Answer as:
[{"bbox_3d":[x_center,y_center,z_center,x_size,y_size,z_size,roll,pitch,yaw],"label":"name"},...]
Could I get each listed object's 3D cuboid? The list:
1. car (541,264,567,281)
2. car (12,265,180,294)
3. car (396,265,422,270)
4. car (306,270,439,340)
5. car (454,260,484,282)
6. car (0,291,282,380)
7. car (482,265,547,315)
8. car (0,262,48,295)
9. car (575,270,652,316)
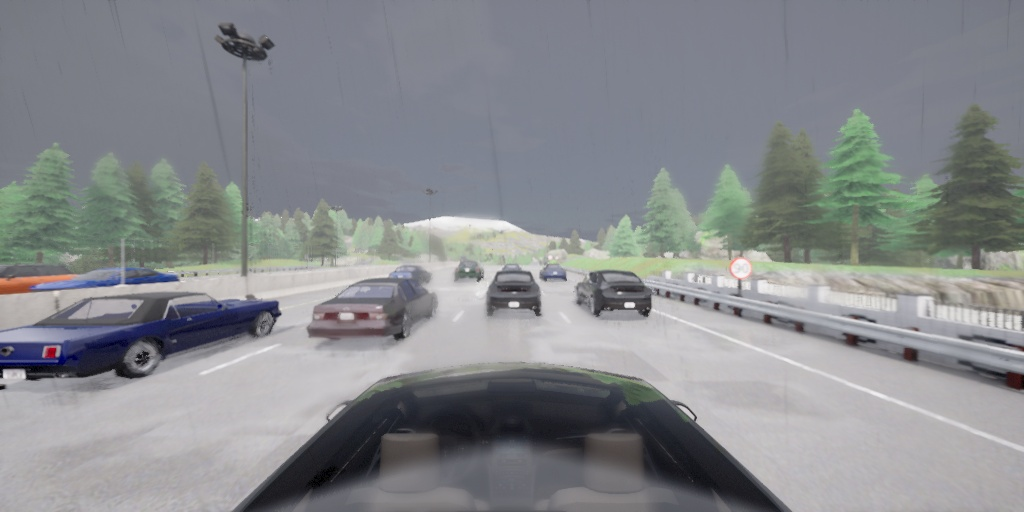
[{"bbox_3d":[3.506,1.359,31.028,1.994,1.385,4.181,0,0,0],"label":"car"},{"bbox_3d":[-17.625,1.262,15.878,1.882,1.535,5.008,0,0,0],"label":"car"},{"bbox_3d":[-6.974,1.340,24.915,2.033,1.411,5.357,0,0,0],"label":"car"},{"bbox_3d":[-3.423,1.301,9.935,2.033,1.411,5.357,0,0,0],"label":"car"},{"bbox_3d":[-3.492,1.154,30.110,2.097,1.767,4.553,0,0,0],"label":"car"},{"bbox_3d":[-6.914,1.357,7.205,1.895,1.301,4.718,0,0,0],"label":"car"},{"bbox_3d":[0.064,1.261,13.517,1.837,1.490,4.892,0,0,0],"label":"car"},{"bbox_3d":[-21.123,1.139,14.835,2.097,1.767,4.553,0,0,0],"label":"car"},{"bbox_3d":[3.565,1.255,13.300,1.837,1.490,4.892,0,0,0],"label":"car"}]
